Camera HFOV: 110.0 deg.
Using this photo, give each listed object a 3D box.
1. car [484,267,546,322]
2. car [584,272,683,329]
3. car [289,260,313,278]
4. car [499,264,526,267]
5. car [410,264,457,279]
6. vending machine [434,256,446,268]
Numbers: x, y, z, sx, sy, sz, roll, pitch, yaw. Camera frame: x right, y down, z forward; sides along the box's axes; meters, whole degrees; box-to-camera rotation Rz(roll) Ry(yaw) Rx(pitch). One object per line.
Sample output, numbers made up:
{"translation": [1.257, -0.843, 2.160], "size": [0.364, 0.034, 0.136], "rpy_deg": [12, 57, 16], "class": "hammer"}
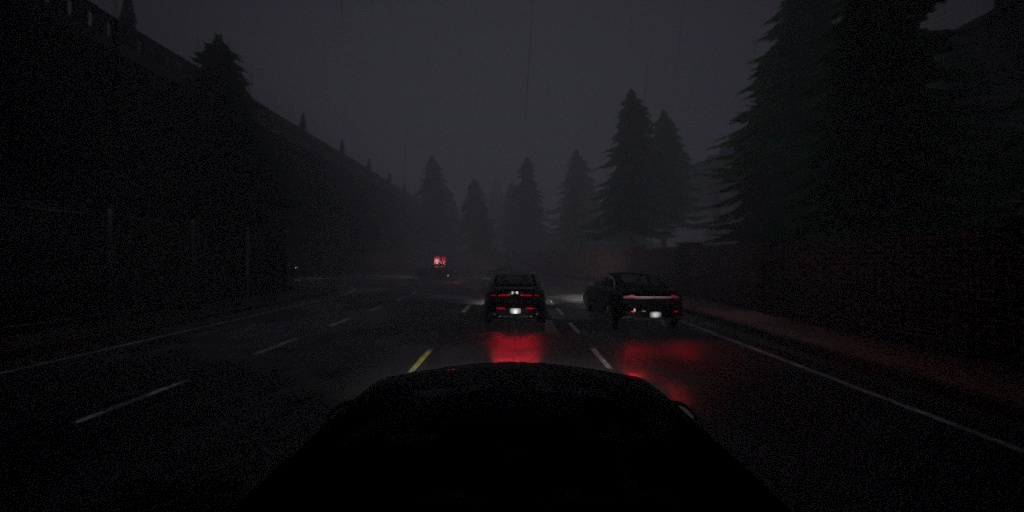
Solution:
{"translation": [0.086, 1.277, 12.346], "size": [1.837, 1.490, 4.892], "rpy_deg": [0, 0, 0], "class": "car"}
{"translation": [3.590, 1.262, 11.408], "size": [2.128, 1.511, 4.902], "rpy_deg": [0, 0, 0], "class": "car"}
{"translation": [-21.766, 1.170, 34.713], "size": [4.553, 1.767, 2.097], "rpy_deg": [0, 0, 12], "class": "car"}
{"translation": [-0.112, 1.357, 30.408], "size": [2.033, 1.411, 5.357], "rpy_deg": [0, 0, -35], "class": "car"}
{"translation": [-7.303, 1.415, 32.780], "size": [4.718, 1.301, 1.895], "rpy_deg": [0, 0, 40], "class": "car"}
{"translation": [-8.403, 1.028, 41.914], "size": [0.880, 2.100, 1.100], "rpy_deg": [0, 0, 24], "class": "vending machine"}
